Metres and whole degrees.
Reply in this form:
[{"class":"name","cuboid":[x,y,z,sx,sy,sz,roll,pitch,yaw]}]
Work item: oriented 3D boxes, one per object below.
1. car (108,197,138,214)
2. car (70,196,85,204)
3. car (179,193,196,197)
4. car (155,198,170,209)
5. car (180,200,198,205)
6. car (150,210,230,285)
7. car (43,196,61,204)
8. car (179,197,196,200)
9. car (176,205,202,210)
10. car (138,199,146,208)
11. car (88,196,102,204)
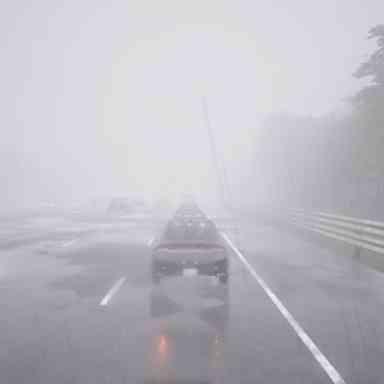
[{"class":"car","cuboid":[-7.327,1.323,34.764,2.097,1.767,4.553,0,0,-1]},{"class":"car","cuboid":[-22.138,1.516,64.480,1.837,1.490,4.892,0,0,-1]},{"class":"car","cuboid":[-0.632,1.197,47.851,2.150,2.045,5.566,0,0,-1]},{"class":"car","cuboid":[-4.087,1.519,46.027,2.033,1.411,5.357,0,0,-1]},{"class":"car","cuboid":[-0.222,1.528,24.252,2.033,1.411,5.357,0,0,-1]},{"class":"car","cuboid":[-0.050,1.480,9.462,2.128,1.511,4.902,0,0,0]},{"class":"car","cuboid":[-25.536,1.495,60.878,1.994,1.385,4.181,3,-1,0]},{"class":"car","cuboid":[-0.299,1.543,33.649,1.994,1.385,4.181,0,0,-1]},{"class":"car","cuboid":[-0.130,1.584,17.560,1.895,1.301,4.718,0,0,-1]},{"class":"car","cuboid":[-7.611,1.569,46.966,1.895,1.301,4.718,0,0,-1]},{"class":"car","cuboid":[-18.639,1.443,64.509,1.882,1.535,5.008,0,0,-1]}]
